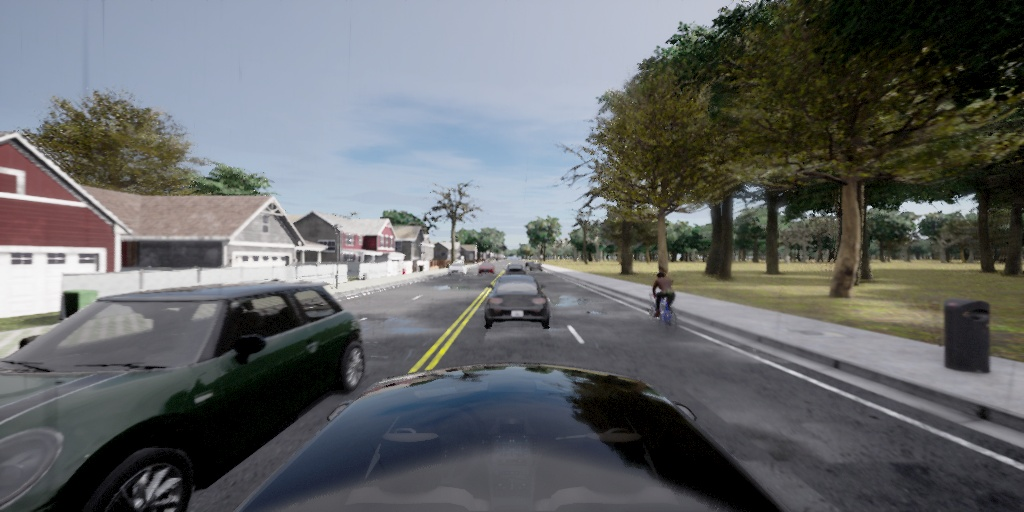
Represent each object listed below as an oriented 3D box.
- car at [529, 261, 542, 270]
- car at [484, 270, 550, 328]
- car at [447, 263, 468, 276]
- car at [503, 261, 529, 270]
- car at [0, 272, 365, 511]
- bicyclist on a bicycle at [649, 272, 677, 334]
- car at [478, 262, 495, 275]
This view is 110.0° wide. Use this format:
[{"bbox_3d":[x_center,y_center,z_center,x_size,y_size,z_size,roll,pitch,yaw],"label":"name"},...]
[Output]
[{"bbox_3d":[3.662,1.594,56.880,2.128,1.511,4.902,0,0,0],"label":"car"},{"bbox_3d":[0.150,1.336,11.524,1.812,1.442,4.674,0,0,0],"label":"car"},{"bbox_3d":[-6.363,1.521,42.275,1.812,1.442,4.674,0,0,0],"label":"car"},{"bbox_3d":[0.262,1.440,30.920,1.837,1.490,4.892,0,0,0],"label":"car"},{"bbox_3d":[-3.348,1.108,3.681,2.097,1.767,4.553,0,0,0],"label":"car"},{"bbox_3d":[4.189,1.261,9.959,0.582,1.620,1.656,0,-1,0],"label":"bicyclist on a bicycle"},{"bbox_3d":[-3.098,1.493,44.438,1.882,1.535,5.008,0,0,0],"label":"car"}]
